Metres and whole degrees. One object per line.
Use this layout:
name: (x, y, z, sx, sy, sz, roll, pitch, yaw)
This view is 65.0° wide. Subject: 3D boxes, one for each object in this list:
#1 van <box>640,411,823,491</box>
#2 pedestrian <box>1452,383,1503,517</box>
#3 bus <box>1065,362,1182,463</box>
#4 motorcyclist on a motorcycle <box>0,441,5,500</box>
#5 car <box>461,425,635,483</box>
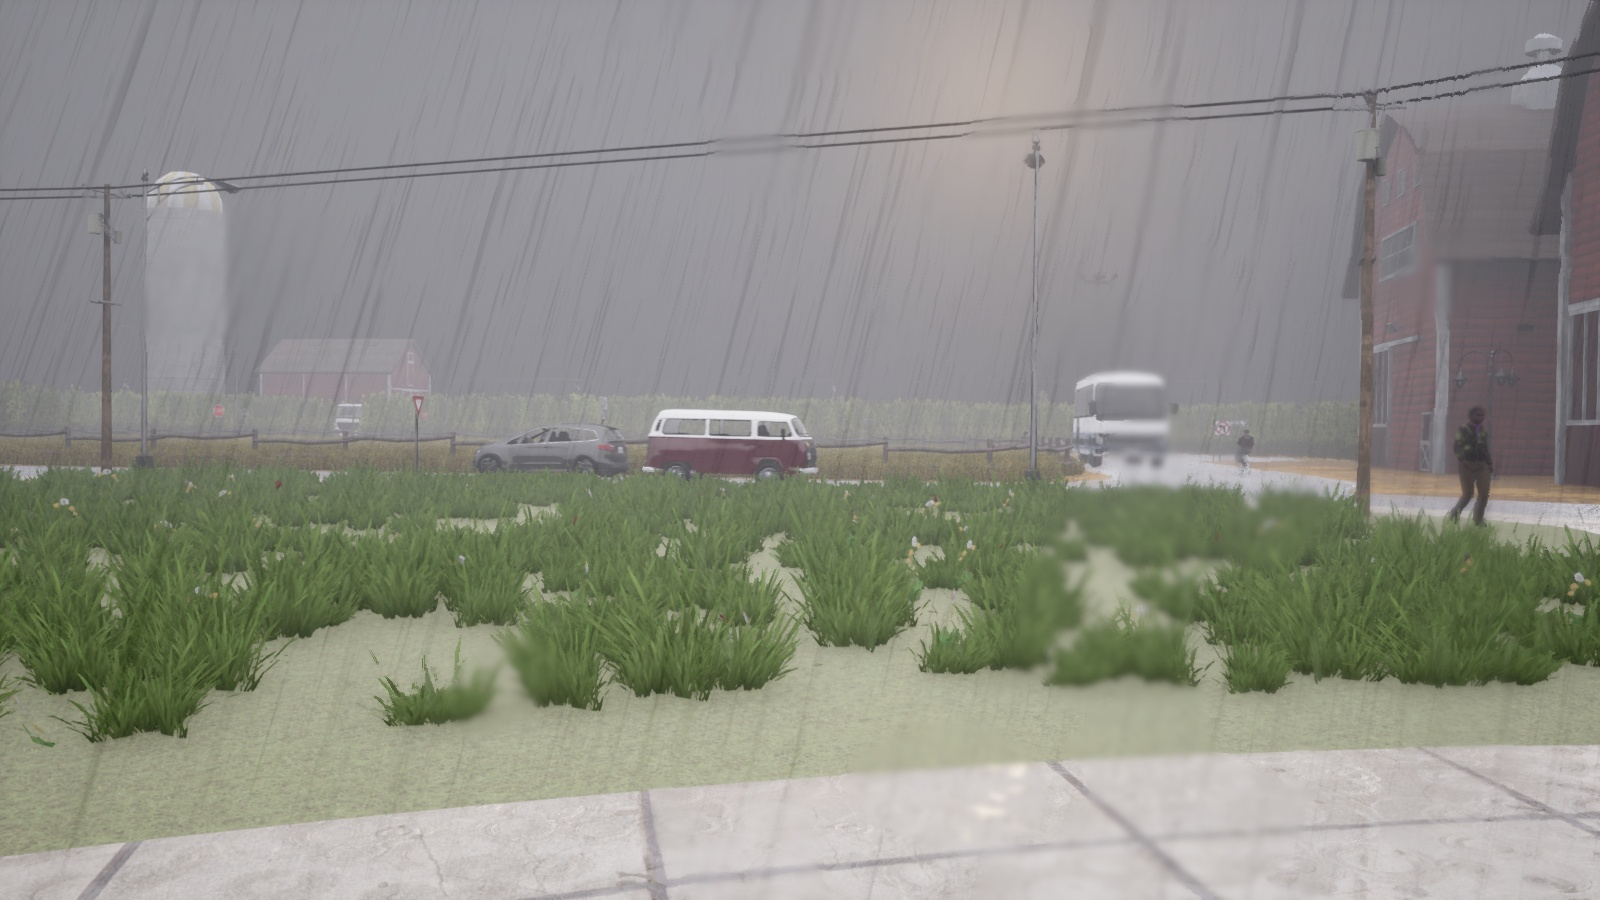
van: (-1.768, 0.001, 33.194, 4.480, 2.038, 2.069, 0, 1, 10)
pedestrian: (9.958, 0.002, 18.466, 0.395, 1.930, 0.692, -1, 1, 3)
bus: (14.917, -1.688, 58.868, 3.944, 4.253, 10.273, -1, 1, 7)
motorcyclist on a motorcycle: (-21.669, 0.547, 32.059, 0.866, 1.530, 2.191, 1, 2, 24)
car: (-7.533, 0.113, 37.752, 4.611, 1.667, 2.242, 0, 1, 10)
